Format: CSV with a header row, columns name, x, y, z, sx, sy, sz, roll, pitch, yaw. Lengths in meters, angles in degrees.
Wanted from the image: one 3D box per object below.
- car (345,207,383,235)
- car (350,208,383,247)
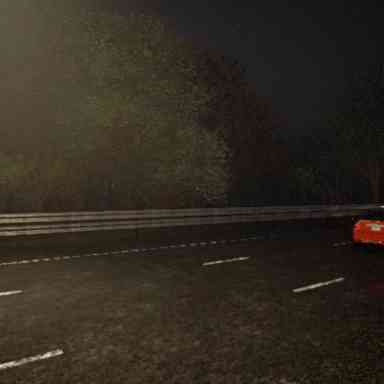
name,x,y,z,sx,sy,sz,roll,pitch,yaw
car,11.637,1.711,20.619,4.674,1.442,1.812,0,0,-35
car,9.039,1.490,14.471,4.553,1.767,2.097,0,0,-36
